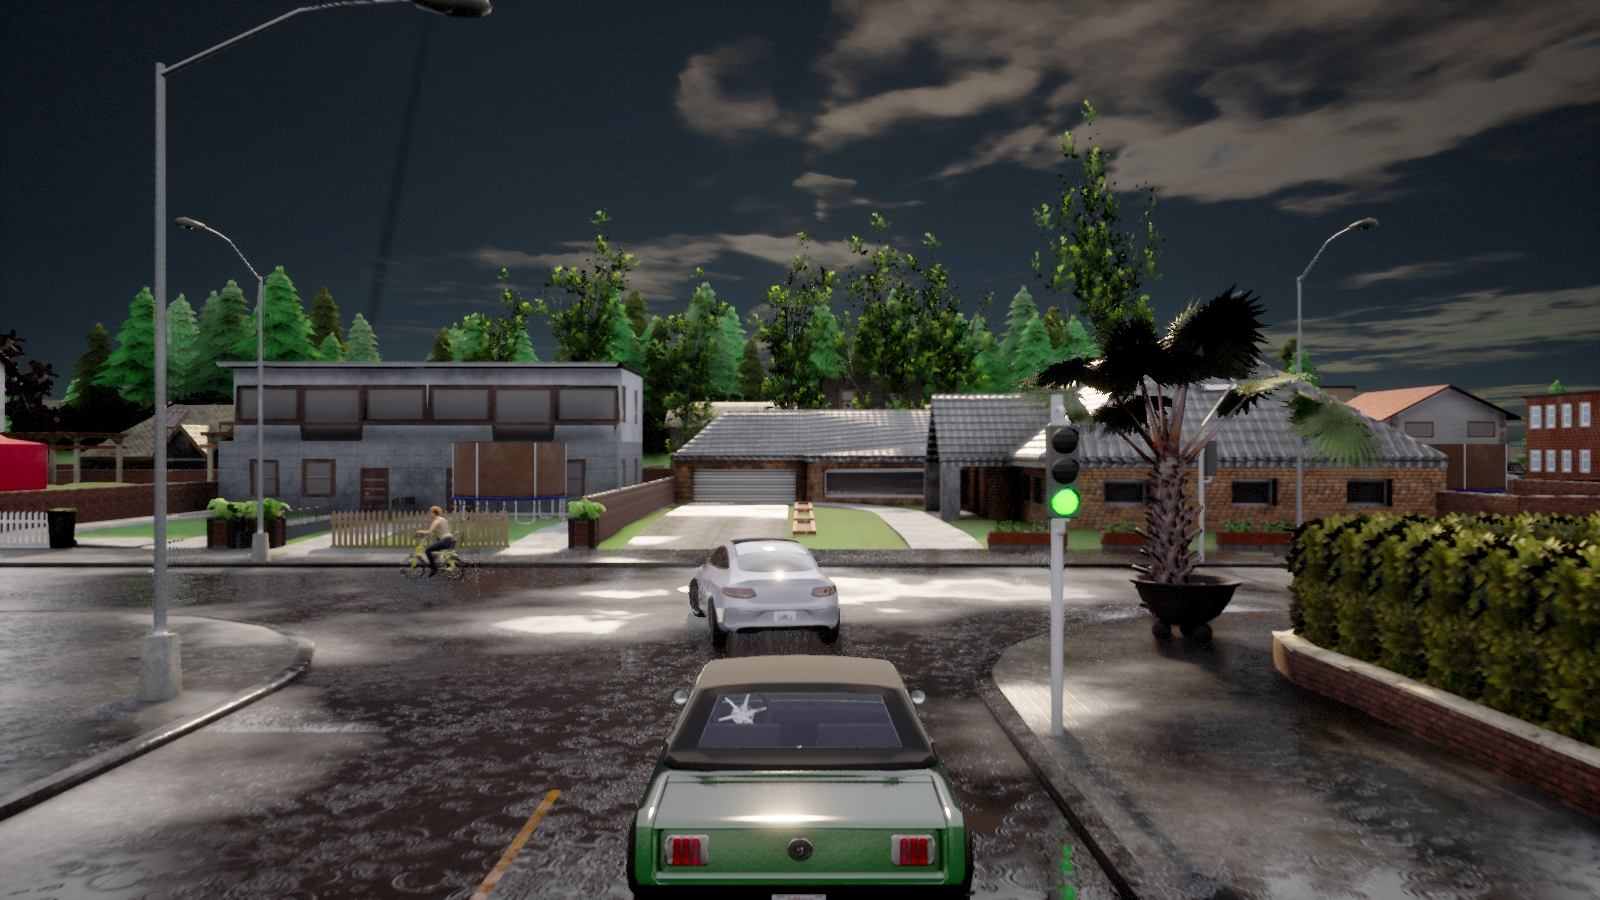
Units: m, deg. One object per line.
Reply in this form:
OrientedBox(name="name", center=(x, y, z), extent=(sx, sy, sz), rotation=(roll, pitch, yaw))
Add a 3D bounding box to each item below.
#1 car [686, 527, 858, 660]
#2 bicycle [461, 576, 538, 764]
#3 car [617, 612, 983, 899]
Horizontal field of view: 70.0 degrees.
OrientedBox(name="car", center=(-0.595, 2.082, 17.719), extent=(2.002, 1.442, 4.674), rotation=(0, 0, -10))
OrientedBox(name="bicycle", center=(-2.888, 2.061, 11.101), extent=(0.329, 1.471, 1.835), rotation=(0, 0, -2))
OrientedBox(name="car", center=(-0.003, 2.156, 8.268), extent=(1.895, 1.301, 4.718), rotation=(0, 0, 0))
